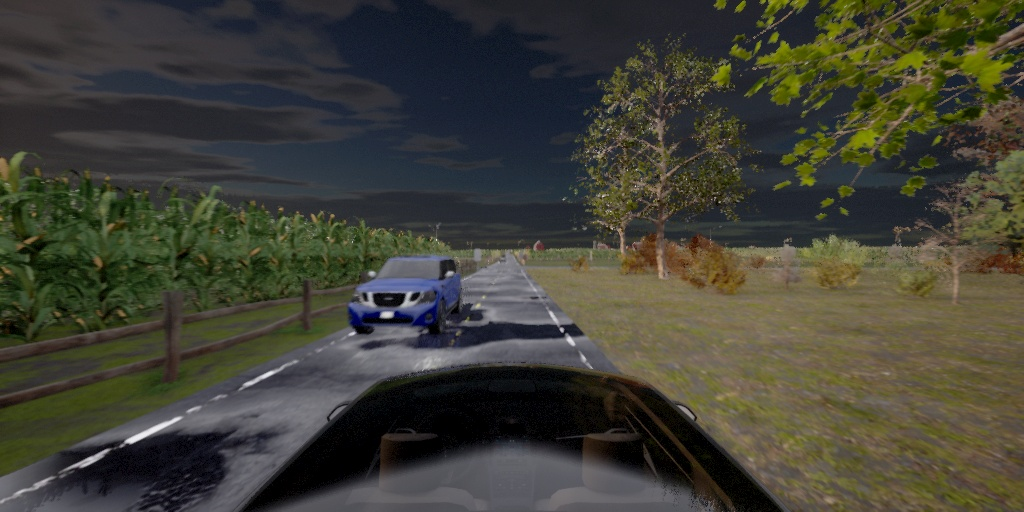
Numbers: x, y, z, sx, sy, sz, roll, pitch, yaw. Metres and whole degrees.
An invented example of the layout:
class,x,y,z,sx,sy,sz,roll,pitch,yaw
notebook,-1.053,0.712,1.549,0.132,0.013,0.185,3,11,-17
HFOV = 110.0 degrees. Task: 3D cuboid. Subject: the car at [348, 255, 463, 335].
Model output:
class,x,y,z,sx,sy,sz,roll,pitch,yaw
car,-2.852,0.988,10.943,2.150,2.045,5.566,0,0,0
